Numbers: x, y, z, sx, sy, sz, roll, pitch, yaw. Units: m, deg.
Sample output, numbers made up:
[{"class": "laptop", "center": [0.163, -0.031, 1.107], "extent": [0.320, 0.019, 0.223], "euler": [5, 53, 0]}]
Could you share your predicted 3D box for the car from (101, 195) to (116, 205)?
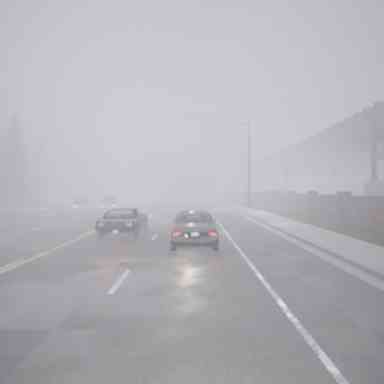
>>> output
[{"class": "car", "center": [-12.348, 1.160, 49.456], "extent": [1.882, 1.535, 5.008], "euler": [0, -1, -10]}]

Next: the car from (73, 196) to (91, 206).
[{"class": "car", "center": [-15.517, 1.226, 47.220], "extent": [1.994, 1.385, 4.181], "euler": [0, -1, -9]}]

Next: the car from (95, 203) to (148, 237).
[{"class": "car", "center": [-3.404, 1.462, 17.022], "extent": [1.895, 1.301, 4.718], "euler": [0, 0, 0]}]

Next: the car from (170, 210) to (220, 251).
[{"class": "car", "center": [0.095, 1.437, 13.555], "extent": [2.033, 1.411, 5.357], "euler": [0, 0, 0]}]
